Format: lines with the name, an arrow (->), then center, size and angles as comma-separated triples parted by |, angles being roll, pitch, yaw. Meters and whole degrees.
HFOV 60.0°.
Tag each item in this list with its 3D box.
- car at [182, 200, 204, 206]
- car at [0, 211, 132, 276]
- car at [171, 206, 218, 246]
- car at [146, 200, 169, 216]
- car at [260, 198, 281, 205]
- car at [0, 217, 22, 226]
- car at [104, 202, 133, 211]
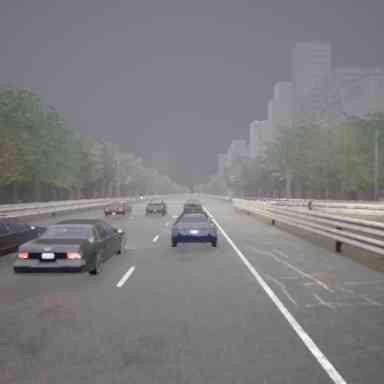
car -> 0.099, 1.526, 32.992 | 1.837, 1.490, 4.892 | 0, 0, 0
car -> -3.403, 1.554, 10.358 | 2.033, 1.411, 5.357 | 0, 0, 0
car -> 0.099, 1.574, 15.403 | 1.994, 1.385, 4.181 | 0, 0, 0
car -> -3.403, 1.513, 32.909 | 2.128, 1.511, 4.902 | 0, 0, 0
car -> 10.667, 1.593, 47.437 | 2.128, 1.511, 4.902 | 0, 0, -24
car -> -6.902, 1.555, 11.461 | 2.033, 1.411, 5.357 | 0, 0, 0
car -> -6.901, 1.621, 31.625 | 1.895, 1.301, 4.718 | 0, 0, 0
